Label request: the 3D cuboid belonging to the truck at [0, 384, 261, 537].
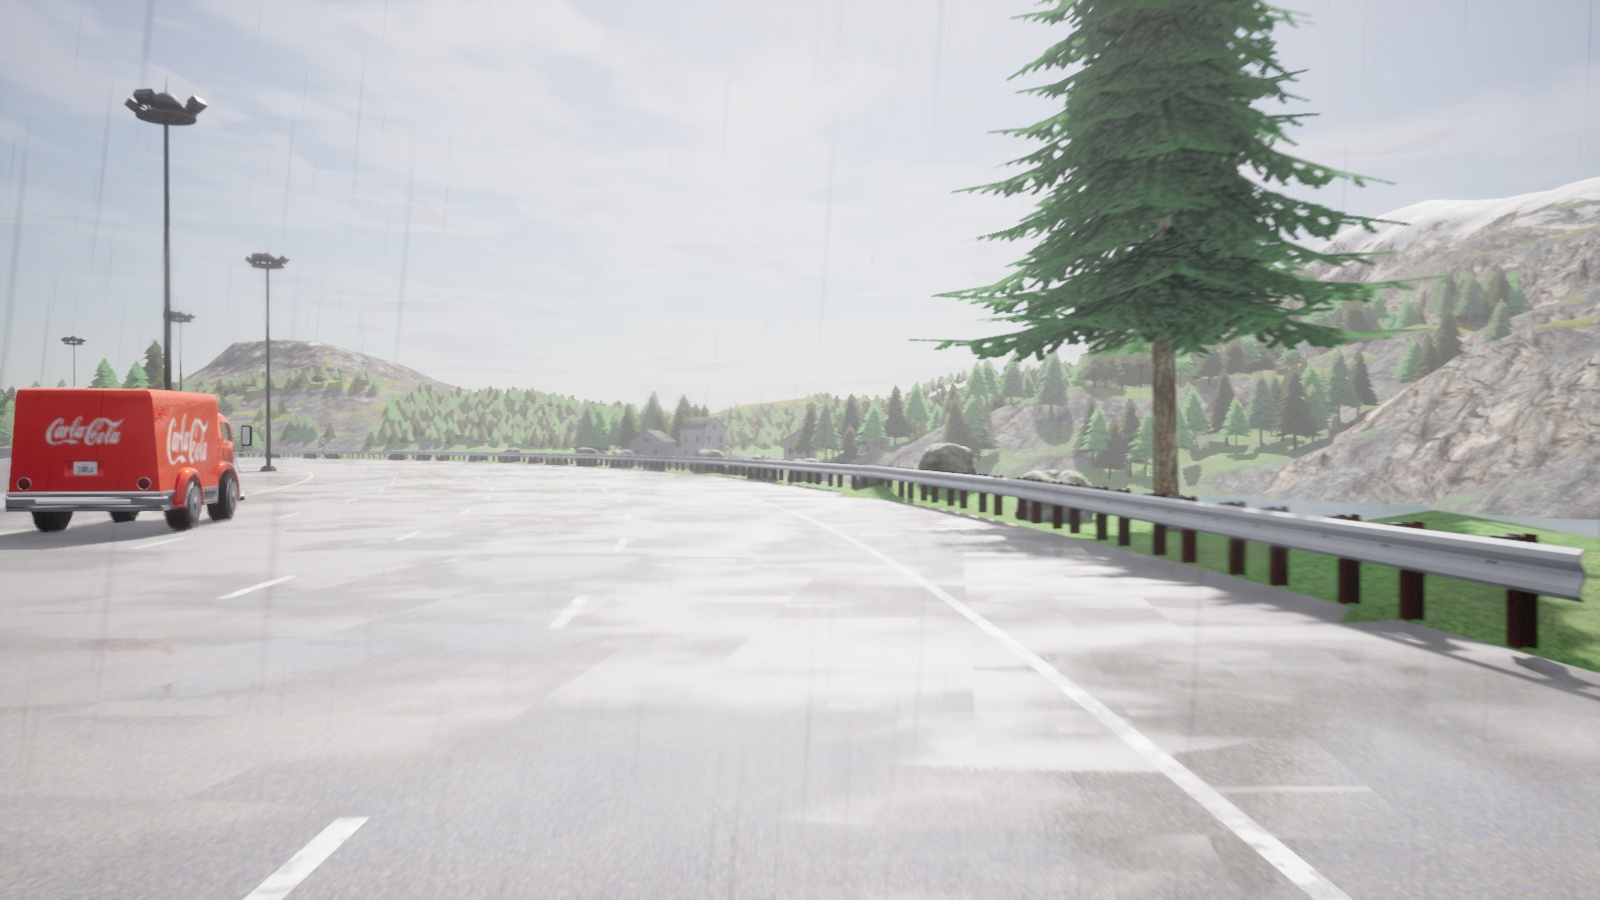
[{"bbox_3d":[-11.977,0.150,22.919,2.627,2.467,5.204,0,0,-8],"label":"truck"}]
